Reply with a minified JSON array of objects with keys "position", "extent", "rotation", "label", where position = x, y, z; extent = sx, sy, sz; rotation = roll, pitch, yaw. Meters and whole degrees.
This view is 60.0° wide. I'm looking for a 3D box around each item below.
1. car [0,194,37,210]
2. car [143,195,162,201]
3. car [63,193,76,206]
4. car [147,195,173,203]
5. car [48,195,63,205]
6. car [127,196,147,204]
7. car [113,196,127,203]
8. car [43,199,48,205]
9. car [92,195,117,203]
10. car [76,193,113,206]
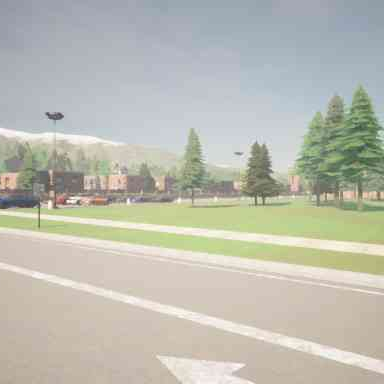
[{"position":[-22.778,1.223,42.529],"extent":[2.150,2.045,5.566],"rotation":[0,0,35],"label":"car"},{"position":[-9.467,1.413,79.745],"extent":[1.895,1.301,4.718],"rotation":[0,0,35],"label":"car"},{"position":[-17.991,1.224,55.477],"extent":[2.150,2.045,5.566],"rotation":[0,0,35],"label":"car"},{"position":[-5.938,1.548,66.520],"extent":[2.033,1.411,5.357],"rotation":[0,0,35],"label":"car"},{"position":[-21.069,1.221,57.181],"extent":[2.150,2.045,5.566],"rotation":[0,0,35],"label":"car"},{"position":[-10.214,1.526,66.508],"extent":[1.812,1.442,4.674],"rotation":[0,0,36],"label":"car"},{"position":[-13.297,1.492,68.154],"extent":[2.128,1.511,4.902],"rotation":[0,0,35],"label":"car"},{"position":[-23.918,1.492,59.192],"extent":[2.128,1.511,4.902],"rotation":[0,0,35],"label":"car"},{"position":[-17.775,1.478,67.853],"extent":[1.882,1.535,5.008],"rotation":[0,0,35],"label":"car"},{"position":[-15.516,1.352,52.918],"extent":[2.097,1.767,4.553],"rotation":[0,0,35],"label":"car"}]
